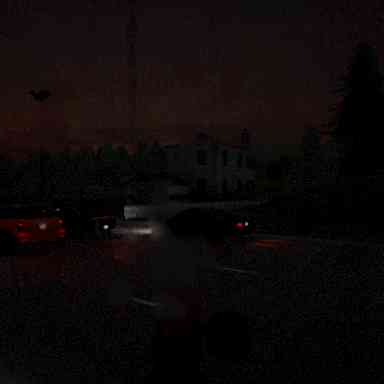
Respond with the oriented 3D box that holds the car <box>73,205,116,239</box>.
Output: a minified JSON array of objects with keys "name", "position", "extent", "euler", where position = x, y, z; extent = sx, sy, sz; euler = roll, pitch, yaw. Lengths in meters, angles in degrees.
[{"name":"car","position":[-5.957,1.393,16.830],"extent":[4.902,1.511,2.128],"euler":[0,0,36]}]

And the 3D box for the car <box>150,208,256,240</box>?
[{"name":"car","position":[0.438,1.486,16.554],"extent":[5.357,1.411,2.033],"euler":[0,0,36]}]

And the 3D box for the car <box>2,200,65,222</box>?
[{"name":"car","position":[-12.287,1.380,25.633],"extent":[5.357,1.411,2.033],"euler":[1,0,36]}]

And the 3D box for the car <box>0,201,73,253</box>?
[{"name":"car","position":[-7.178,1.261,13.398],"extent":[4.553,1.767,2.097],"euler":[1,0,36]}]
